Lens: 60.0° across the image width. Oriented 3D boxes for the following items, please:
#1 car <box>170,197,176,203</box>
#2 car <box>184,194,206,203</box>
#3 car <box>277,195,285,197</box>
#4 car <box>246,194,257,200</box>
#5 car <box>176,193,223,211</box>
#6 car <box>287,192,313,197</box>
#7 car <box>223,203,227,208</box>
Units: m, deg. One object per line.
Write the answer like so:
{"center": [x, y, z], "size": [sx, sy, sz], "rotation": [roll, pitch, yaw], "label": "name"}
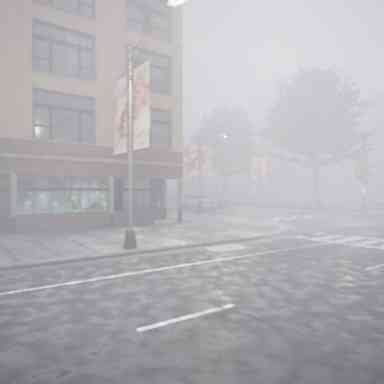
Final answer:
{"center": [-2.299, 1.460, 64.003], "size": [1.837, 1.490, 4.892], "rotation": [0, 0, -36], "label": "car"}
{"center": [0.560, 1.303, 66.022], "size": [2.097, 1.767, 4.553], "rotation": [0, 0, -36], "label": "car"}
{"center": [23.359, 1.374, 87.278], "size": [1.895, 1.301, 4.718], "rotation": [0, 0, -36], "label": "car"}
{"center": [13.705, 1.339, 80.830], "size": [2.161, 1.482, 4.786], "rotation": [0, 0, -36], "label": "car"}
{"center": [0.777, 1.191, 39.878], "size": [2.150, 2.045, 5.566], "rotation": [0, 0, -36], "label": "car"}
{"center": [24.180, 1.241, 73.345], "size": [2.002, 1.452, 4.674], "rotation": [0, 0, -36], "label": "car"}
{"center": [2.231, 1.513, 43.846], "size": [2.033, 1.411, 5.357], "rotation": [0, 0, -36], "label": "car"}
